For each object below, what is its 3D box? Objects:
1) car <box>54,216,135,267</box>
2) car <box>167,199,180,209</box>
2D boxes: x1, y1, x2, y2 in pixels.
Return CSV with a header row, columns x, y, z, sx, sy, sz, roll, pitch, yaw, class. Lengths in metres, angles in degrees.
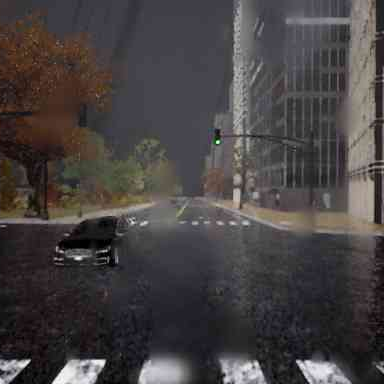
x,y,z,sx,sy,sz,roll,pitch,yaw,class
-3.249,1.680,11.936,1.837,1.490,4.892,0,-1,0,car
-3.230,2.046,59.481,2.097,1.767,4.553,0,-1,0,car
